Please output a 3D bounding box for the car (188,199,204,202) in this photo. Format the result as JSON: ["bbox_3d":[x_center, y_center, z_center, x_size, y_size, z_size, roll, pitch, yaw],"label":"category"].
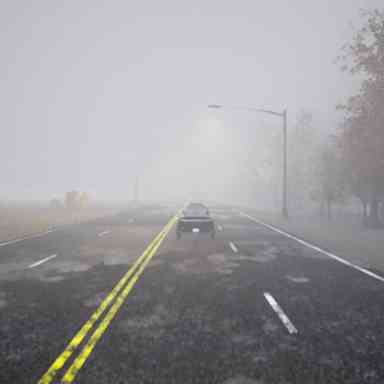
[{"bbox_3d":[0.470,1.526,38.298,1.994,1.385,4.181,0,0,1],"label":"car"}]

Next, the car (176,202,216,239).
[{"bbox_3d":[0.186,1.480,17.148,2.128,1.511,4.902,0,0,0],"label":"car"}]
